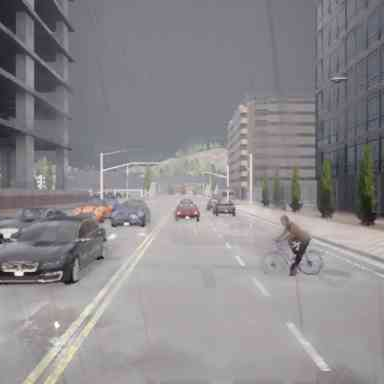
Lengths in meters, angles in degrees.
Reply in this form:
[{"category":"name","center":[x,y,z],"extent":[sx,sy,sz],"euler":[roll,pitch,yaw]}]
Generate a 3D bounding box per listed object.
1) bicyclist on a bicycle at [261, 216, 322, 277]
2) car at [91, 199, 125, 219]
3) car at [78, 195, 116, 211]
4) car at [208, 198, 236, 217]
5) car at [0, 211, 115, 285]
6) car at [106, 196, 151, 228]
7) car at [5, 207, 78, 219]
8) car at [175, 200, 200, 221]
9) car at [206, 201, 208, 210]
[{"category":"bicyclist on a bicycle","center":[2.642,1.450,8.851],"extent":[1.656,1.620,0.582],"euler":[-2,0,-1]},{"category":"car","center":[-7.627,1.477,30.604],"extent":[1.882,1.535,5.008],"euler":[0,0,0]},{"category":"car","center":[-7.471,1.352,25.690],"extent":[2.097,1.767,4.553],"euler":[0,0,-1]},{"category":"car","center":[3.013,1.491,31.871],"extent":[2.128,1.511,4.902],"euler":[0,0,-1]},{"category":"car","center":[-3.761,1.505,9.571],"extent":[1.837,1.490,4.892],"euler":[0,0,-1]},{"category":"car","center":[-3.997,1.352,22.311],"extent":[2.097,1.767,4.553],"euler":[0,0,-1]},{"category":"car","center":[-7.378,1.491,15.733],"extent":[2.128,1.511,4.902],"euler":[0,0,-1]},{"category":"car","center":[-0.392,1.601,26.988],"extent":[1.895,1.301,4.718],"euler":[0,0,-1]},{"category":"car","center":[2.821,1.525,41.133],"extent":[1.812,1.442,4.674],"euler":[0,0,-1]}]
